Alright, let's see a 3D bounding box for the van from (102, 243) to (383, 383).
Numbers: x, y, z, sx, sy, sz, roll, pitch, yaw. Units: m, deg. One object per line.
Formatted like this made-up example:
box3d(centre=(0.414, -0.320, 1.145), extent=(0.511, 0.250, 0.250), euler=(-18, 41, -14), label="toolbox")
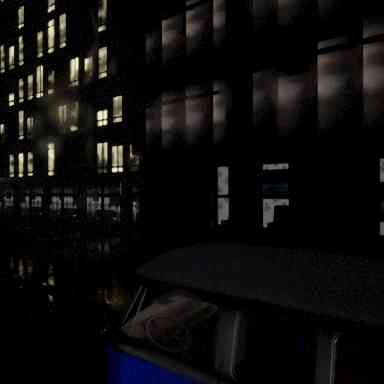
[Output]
box3d(centre=(1.168, 1.341, 2.041), extent=(3.998, 1.788, 1.690), euler=(0, 0, 35), label="van")
